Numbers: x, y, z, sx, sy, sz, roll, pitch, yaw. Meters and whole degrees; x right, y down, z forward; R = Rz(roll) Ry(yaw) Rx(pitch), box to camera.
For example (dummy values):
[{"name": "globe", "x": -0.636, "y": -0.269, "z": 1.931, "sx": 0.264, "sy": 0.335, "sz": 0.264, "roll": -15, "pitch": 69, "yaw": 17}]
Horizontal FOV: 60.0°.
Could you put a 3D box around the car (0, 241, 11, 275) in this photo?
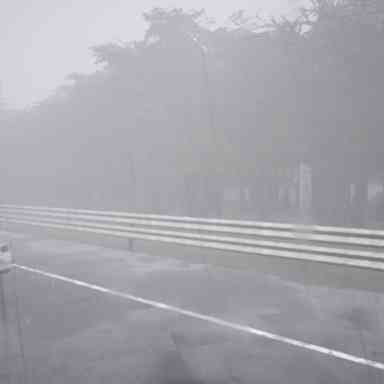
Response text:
[{"name": "car", "x": -6.465, "y": 1.419, "z": 8.045, "sx": 4.674, "sy": 1.442, "sz": 1.812, "roll": 1, "pitch": 0, "yaw": 24}]
